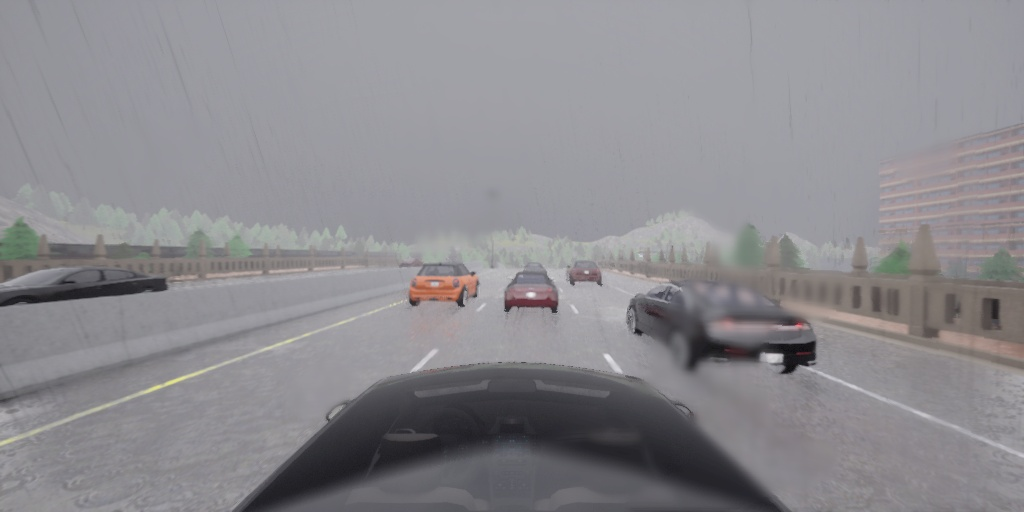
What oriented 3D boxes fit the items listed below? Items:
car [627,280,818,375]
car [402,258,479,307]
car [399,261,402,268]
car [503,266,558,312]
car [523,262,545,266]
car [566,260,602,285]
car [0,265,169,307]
[{"bbox_3d":[3.877,1.261,7.603,2.128,1.511,4.902,1,0,3],"label":"car"},{"bbox_3d":[-2.681,1.034,15.144,2.097,1.767,4.553,1,0,4],"label":"car"},{"bbox_3d":[-14.399,0.949,51.171,1.882,1.535,5.008,1,-1,4],"label":"car"},{"bbox_3d":[0.761,1.283,14.201,1.994,1.385,4.181,1,0,4],"label":"car"},{"bbox_3d":[1.921,1.240,31.566,1.994,1.385,4.181,1,0,4],"label":"car"},{"bbox_3d":[5.027,1.077,25.618,2.097,1.767,4.553,1,0,4],"label":"car"},{"bbox_3d":[-13.699,1.066,11.105,1.882,1.535,5.008,1,0,4],"label":"car"}]
